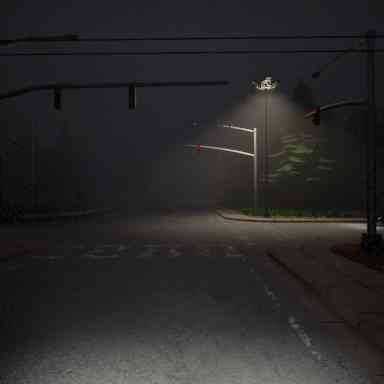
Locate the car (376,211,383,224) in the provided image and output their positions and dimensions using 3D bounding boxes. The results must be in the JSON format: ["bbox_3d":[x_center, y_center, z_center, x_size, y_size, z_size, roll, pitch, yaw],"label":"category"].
[{"bbox_3d":[14.896,1.513,22.121,4.892,1.490,1.837,0,0,1],"label":"car"}]
